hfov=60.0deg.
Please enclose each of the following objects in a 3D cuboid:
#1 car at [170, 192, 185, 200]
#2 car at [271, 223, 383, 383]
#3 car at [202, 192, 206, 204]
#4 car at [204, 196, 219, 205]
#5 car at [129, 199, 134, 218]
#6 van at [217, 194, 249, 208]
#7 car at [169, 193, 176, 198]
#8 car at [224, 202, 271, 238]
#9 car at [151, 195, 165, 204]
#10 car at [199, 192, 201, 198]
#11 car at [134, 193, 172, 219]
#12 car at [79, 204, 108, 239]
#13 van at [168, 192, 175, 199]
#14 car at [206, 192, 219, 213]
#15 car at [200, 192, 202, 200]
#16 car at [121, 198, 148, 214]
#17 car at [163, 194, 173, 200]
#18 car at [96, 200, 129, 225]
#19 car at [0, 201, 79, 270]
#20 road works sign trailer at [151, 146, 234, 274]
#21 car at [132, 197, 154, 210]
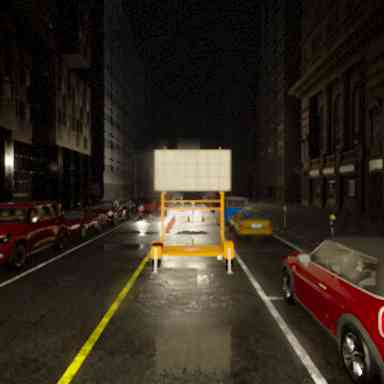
[{"bbox_3d":[-2.852,0.808,69.678,2.150,2.045,5.566,0,0,0],"label":"car"},{"bbox_3d":[2.769,1.405,5.286,1.967,1.590,4.097,0,0,0],"label":"car"},{"bbox_3d":[2.853,1.041,44.496,2.192,1.841,5.009,0,0,0],"label":"car"},{"bbox_3d":[2.866,1.260,50.100,1.947,1.339,4.313,0,0,0],"label":"car"},{"bbox_3d":[-5.708,1.377,27.699,2.008,1.369,4.403,0,0,0],"label":"car"},{"bbox_3d":[2.804,1.201,22.091,1.690,1.788,3.998,0,0,0],"label":"van"},{"bbox_3d":[-5.563,0.988,94.923,1.887,1.381,4.507,0,0,0],"label":"car"},{"bbox_3d":[2.793,1.418,16.660,1.752,1.417,4.829,0,0,0],"label":"car"},{"bbox_3d":[-5.648,1.208,55.708,1.887,1.381,4.507,0,0,0],"label":"car"},{"bbox_3d":[2.902,1.039,66.904,1.967,1.590,4.097,0,0,0],"label":"car"},{"bbox_3d":[-3.043,1.183,26.858,2.097,1.767,4.553,0,0,0],"label":"car"},{"bbox_3d":[-5.732,1.477,16.495,1.802,1.307,4.206,0,0,0],"label":"car"},{"bbox_3d":[-5.576,0.816,89.320,1.690,1.788,3.998,0,0,0],"label":"van"},{"bbox_3d":[2.828,1.107,33.293,2.192,1.841,5.009,0,0,0],"label":"car"},{"bbox_3d":[2.877,1.103,55.701,1.967,1.590,4.097,0,0,0],"label":"car"},{"bbox_3d":[-5.696,1.359,33.300,1.947,1.339,4.313,0,0,0],"label":"car"},{"bbox_3d":[-5.599,1.082,78.116,1.887,1.381,4.507,0,0,0],"label":"car"},{"bbox_3d":[-5.720,1.301,22.095,1.967,1.590,4.097,0,0,0],"label":"car"},{"bbox_3d":[-5.745,1.246,10.891,2.192,1.841,5.009,0,0,0],"label":"car"},{"bbox_3d":[0.019,0.398,10.329,2.380,3.560,2.880,0,0,0],"label":"road works sign trailer"},{"bbox_3d":[-5.684,1.326,38.902,1.947,1.339,4.313,0,0,0],"label":"car"}]
